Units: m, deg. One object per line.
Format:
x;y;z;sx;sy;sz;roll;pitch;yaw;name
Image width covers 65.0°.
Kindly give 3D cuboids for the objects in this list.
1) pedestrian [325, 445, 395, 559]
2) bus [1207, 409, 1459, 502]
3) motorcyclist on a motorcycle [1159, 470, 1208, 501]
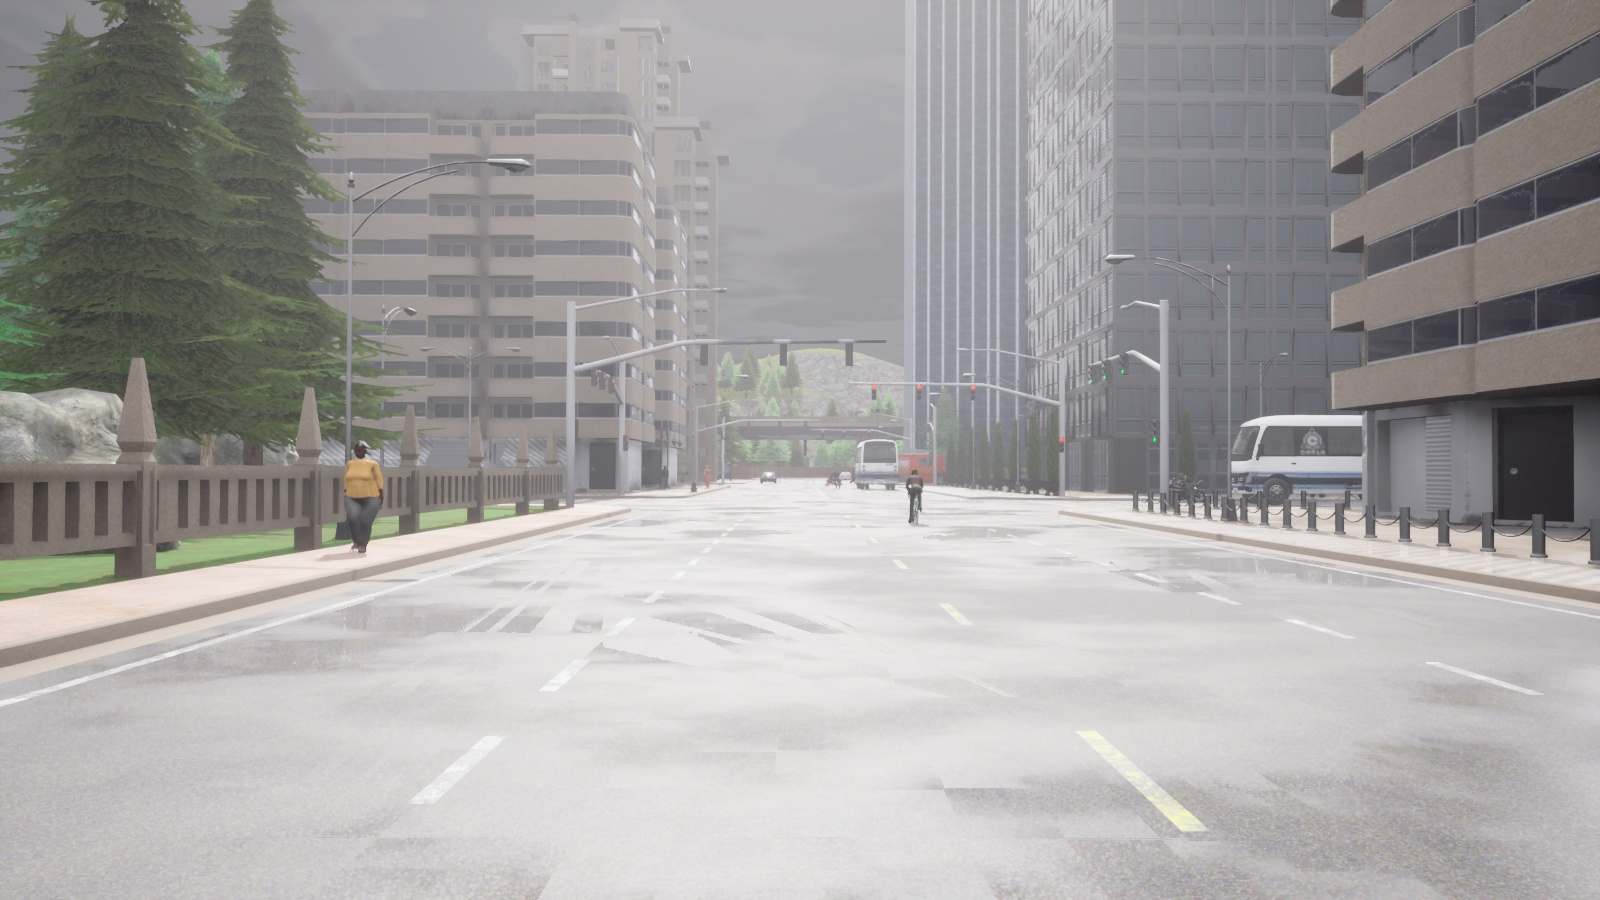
-7.311;0.853;20.904;0.874;1.855;0.900;0;-1;-2;pedestrian
25.076;0.280;59.561;10.273;4.253;3.944;0;-1;0;bus
19.262;1.773;63.053;2.191;1.530;0.866;0;-1;0;motorcyclist on a motorcycle
